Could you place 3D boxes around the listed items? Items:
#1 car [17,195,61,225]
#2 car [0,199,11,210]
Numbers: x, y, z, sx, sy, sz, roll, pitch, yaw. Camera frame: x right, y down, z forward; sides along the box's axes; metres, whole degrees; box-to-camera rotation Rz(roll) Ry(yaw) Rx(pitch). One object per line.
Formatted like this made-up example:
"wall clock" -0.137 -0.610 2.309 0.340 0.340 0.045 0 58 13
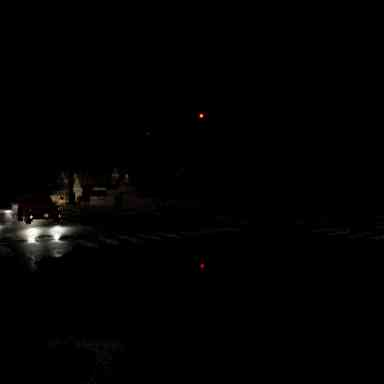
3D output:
"car" -11.470 1.235 24.720 2.150 2.045 5.566 0 0 -36
"car" -24.569 1.594 42.901 1.812 1.442 4.674 0 0 -35
